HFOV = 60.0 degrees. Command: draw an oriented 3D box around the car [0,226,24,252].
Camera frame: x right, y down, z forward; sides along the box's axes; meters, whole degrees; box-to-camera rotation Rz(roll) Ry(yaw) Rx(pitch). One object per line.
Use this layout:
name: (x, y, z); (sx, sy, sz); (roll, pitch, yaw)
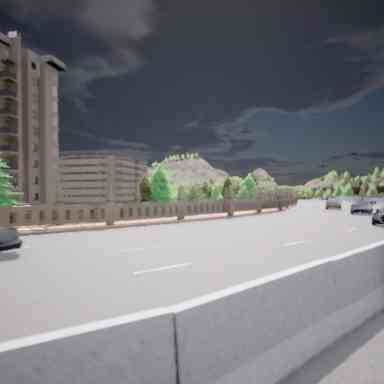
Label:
car: (-8.539, 1.603, 10.834); (5.357, 1.411, 2.033); (0, 0, -36)

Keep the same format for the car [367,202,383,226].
car: (13.466, 1.563, 22.291); (1.994, 1.385, 4.181); (0, 0, 39)

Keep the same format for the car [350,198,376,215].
car: (17.306, 1.579, 33.719); (2.033, 1.411, 5.357); (-1, 0, 31)

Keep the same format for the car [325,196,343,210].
car: (18.616, 1.606, 43.602); (1.812, 1.442, 4.674); (-1, 0, 25)
